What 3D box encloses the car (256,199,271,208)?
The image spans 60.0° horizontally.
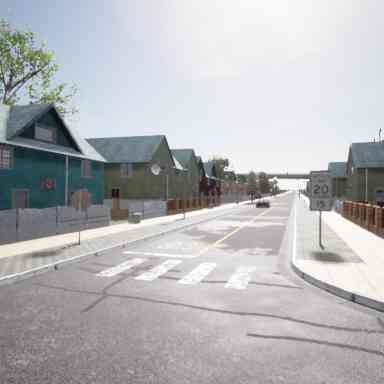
[{"bbox_3d":[10.796,1.651,50.232,1.895,1.301,4.718,0,0,17],"label":"car"}]
